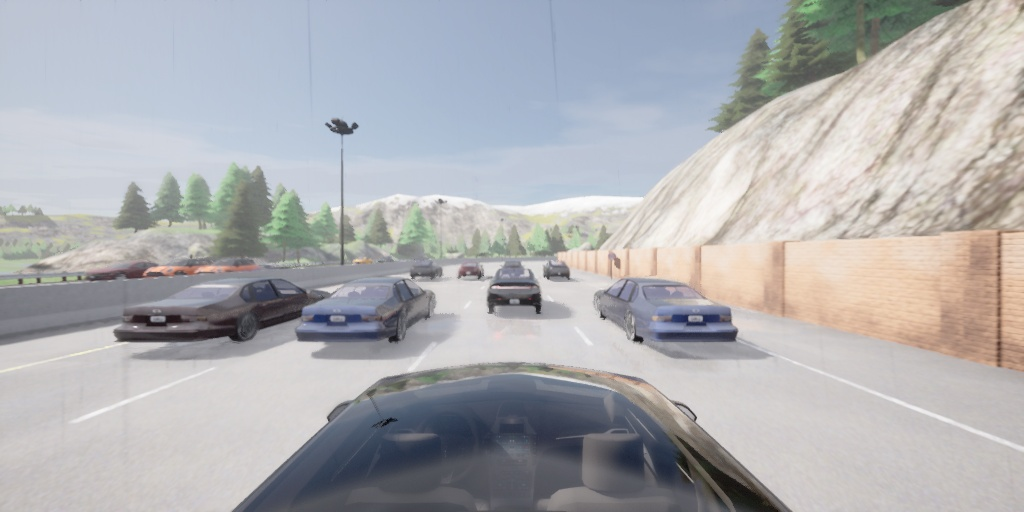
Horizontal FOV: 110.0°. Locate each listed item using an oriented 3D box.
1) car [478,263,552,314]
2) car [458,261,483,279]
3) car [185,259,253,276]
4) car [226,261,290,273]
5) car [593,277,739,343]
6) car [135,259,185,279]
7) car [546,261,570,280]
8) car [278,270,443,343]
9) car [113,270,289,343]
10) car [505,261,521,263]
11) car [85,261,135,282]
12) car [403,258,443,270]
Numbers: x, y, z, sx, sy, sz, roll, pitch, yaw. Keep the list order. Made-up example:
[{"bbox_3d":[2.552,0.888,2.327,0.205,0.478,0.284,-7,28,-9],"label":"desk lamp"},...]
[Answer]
[{"bbox_3d":[0.088,1.192,13.600,2.128,1.511,4.902,0,0,0],"label":"car"},{"bbox_3d":[-3.425,1.156,30.447,1.812,1.442,4.674,0,0,0],"label":"car"},{"bbox_3d":[-21.117,1.002,26.798,2.097,1.767,4.553,0,0,0],"label":"car"},{"bbox_3d":[-17.618,1.254,25.838,1.895,1.301,4.718,0,0,0],"label":"car"},{"bbox_3d":[3.590,1.264,9.522,2.033,1.411,5.357,0,0,0],"label":"car"},{"bbox_3d":[-24.616,1.003,26.856,2.097,1.767,4.553,0,0,0],"label":"car"},{"bbox_3d":[3.576,1.124,29.417,2.128,1.511,4.902,0,0,0],"label":"car"},{"bbox_3d":[-3.410,1.265,9.527,2.033,1.411,5.357,0,0,0],"label":"car"},{"bbox_3d":[-6.910,1.266,9.507,2.033,1.411,5.357,0,0,0],"label":"car"},{"bbox_3d":[0.075,1.138,29.493,1.837,1.490,4.892,0,0,0],"label":"car"},{"bbox_3d":[-28.116,1.131,26.506,1.882,1.535,5.008,0,0,0],"label":"car"},{"bbox_3d":[-6.925,1.127,29.418,2.128,1.511,4.902,0,0,0],"label":"car"}]
